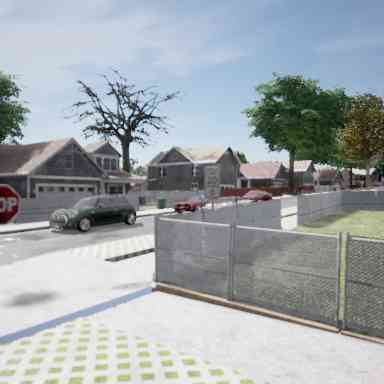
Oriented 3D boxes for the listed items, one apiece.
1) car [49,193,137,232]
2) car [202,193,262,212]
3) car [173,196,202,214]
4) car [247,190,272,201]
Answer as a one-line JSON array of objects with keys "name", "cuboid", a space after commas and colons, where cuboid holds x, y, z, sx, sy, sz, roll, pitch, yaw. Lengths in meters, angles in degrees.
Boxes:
[{"name": "car", "cuboid": [-5.087, 0.985, 17.464, 2.097, 1.767, 4.553, 0, 2, 35]}, {"name": "car", "cuboid": [2.982, 0.969, 23.809, 1.895, 1.301, 4.718, 0, 2, 35]}, {"name": "car", "cuboid": [0.610, 0.962, 25.541, 1.895, 1.301, 4.718, 0, 2, 35]}, {"name": "car", "cuboid": [6.522, 0.560, 33.896, 1.882, 1.535, 5.008, 0, 2, 35]}]
